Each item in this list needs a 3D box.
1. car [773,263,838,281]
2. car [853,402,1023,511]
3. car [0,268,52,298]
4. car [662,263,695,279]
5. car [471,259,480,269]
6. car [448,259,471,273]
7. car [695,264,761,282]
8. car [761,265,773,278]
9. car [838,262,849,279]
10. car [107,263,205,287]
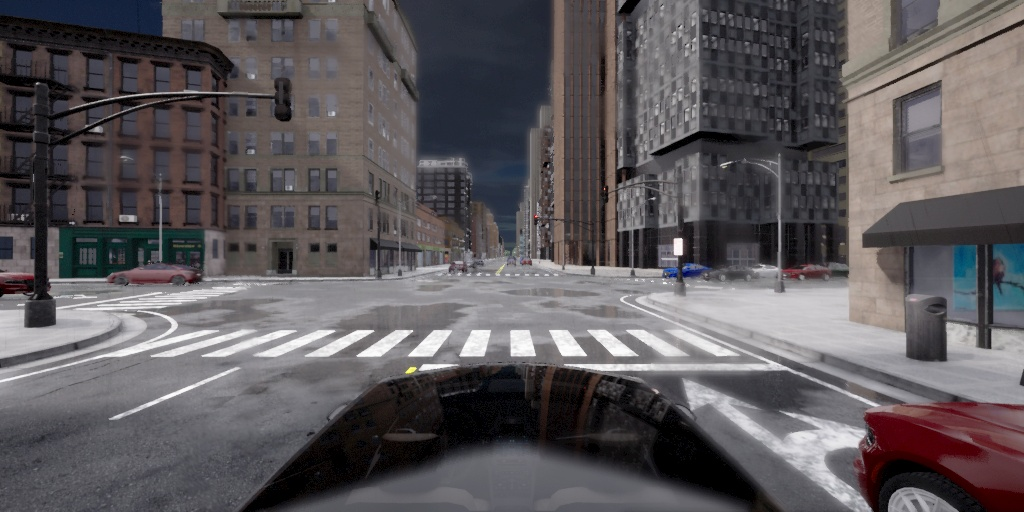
[{"bbox_3d":[28.327,1.594,34.640,5.008,1.535,1.882,1,0,-15],"label":"car"},{"bbox_3d":[3.353,1.228,0.439,1.882,1.535,5.008,0,0,0],"label":"car"},{"bbox_3d":[-22.331,0.962,14.468,5.008,1.535,1.882,1,0,-17],"label":"car"},{"bbox_3d":[17.024,1.487,34.810,5.008,1.535,1.882,1,0,-16],"label":"car"},{"bbox_3d":[-6.686,1.253,56.441,2.128,1.511,4.902,0,0,0],"label":"car"},{"bbox_3d":[-6.676,1.284,44.741,1.812,1.442,4.674,0,0,0],"label":"car"},{"bbox_3d":[19.276,1.515,32.067,4.892,1.490,1.837,1,0,-17],"label":"car"},{"bbox_3d":[26.006,1.640,37.381,4.674,1.442,1.812,1,0,-15],"label":"car"},{"bbox_3d":[35.015,1.571,39.664,4.553,1.767,2.097,1,0,-13],"label":"car"},{"bbox_3d":[-21.425,1.112,21.756,4.181,1.385,1.994,1,0,-17],"label":"car"}]
